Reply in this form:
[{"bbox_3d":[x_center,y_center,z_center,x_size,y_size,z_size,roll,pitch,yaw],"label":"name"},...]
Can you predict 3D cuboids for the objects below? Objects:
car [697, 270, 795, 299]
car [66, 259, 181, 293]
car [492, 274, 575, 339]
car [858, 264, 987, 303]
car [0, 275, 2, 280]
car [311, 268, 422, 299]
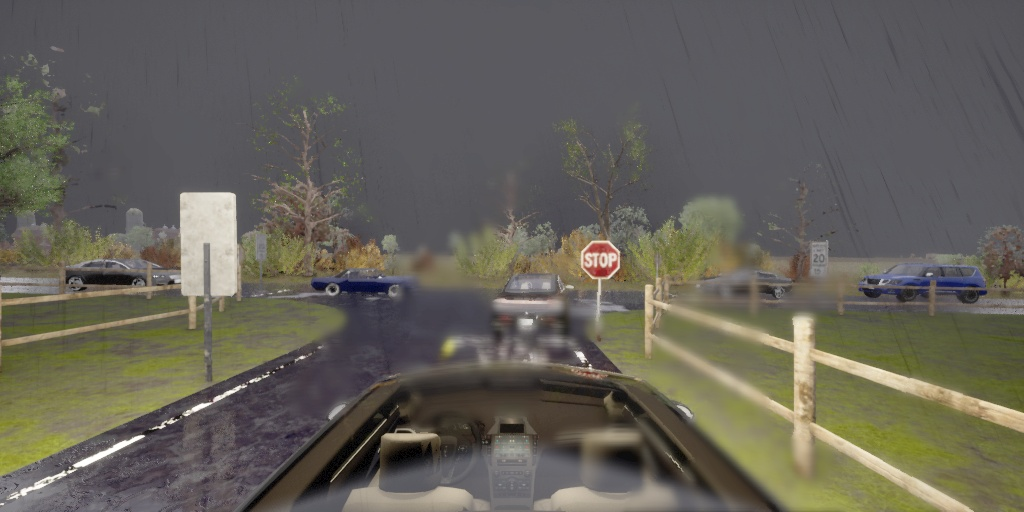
[{"bbox_3d":[13.015,1.526,20.116,4.902,1.511,2.128,1,1,0],"label":"car"},{"bbox_3d":[-18.481,0.886,17.225,4.902,1.511,2.128,1,1,0],"label":"car"},{"bbox_3d":[0.711,1.240,10.165,2.128,1.511,4.902,0,0,9],"label":"car"},{"bbox_3d":[22.910,1.467,20.099,5.566,2.045,2.150,1,1,0],"label":"car"},{"bbox_3d":[-27.784,0.718,17.238,4.674,1.442,1.812,1,1,0],"label":"car"},{"bbox_3d":[-6.813,1.249,17.201,4.718,1.301,1.895,1,1,0],"label":"car"}]
